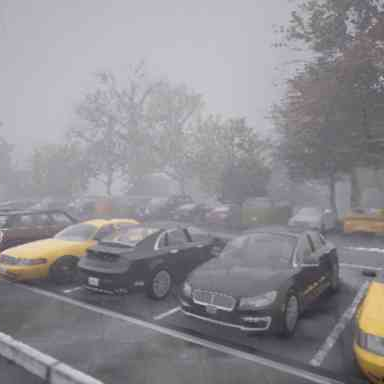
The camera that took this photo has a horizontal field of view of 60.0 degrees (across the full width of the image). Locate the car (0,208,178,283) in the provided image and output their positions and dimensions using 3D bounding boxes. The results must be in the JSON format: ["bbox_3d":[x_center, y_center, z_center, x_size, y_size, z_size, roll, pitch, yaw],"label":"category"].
[{"bbox_3d":[-2.918,1.515,10.070,1.946,1.575,5.366,0,0,36],"label":"car"}]

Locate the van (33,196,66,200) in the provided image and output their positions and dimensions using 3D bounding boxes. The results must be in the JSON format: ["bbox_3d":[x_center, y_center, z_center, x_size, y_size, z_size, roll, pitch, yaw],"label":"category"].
[{"bbox_3d":[-13.163,1.408,33.592,1.878,1.987,4.442,-1,-1,36],"label":"van"}]

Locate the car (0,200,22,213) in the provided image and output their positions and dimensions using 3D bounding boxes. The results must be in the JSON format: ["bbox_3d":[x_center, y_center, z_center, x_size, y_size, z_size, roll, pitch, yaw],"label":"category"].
[{"bbox_3d":[-24.452,1.887,41.822,2.097,1.535,5.008,-1,-1,36],"label":"car"}]

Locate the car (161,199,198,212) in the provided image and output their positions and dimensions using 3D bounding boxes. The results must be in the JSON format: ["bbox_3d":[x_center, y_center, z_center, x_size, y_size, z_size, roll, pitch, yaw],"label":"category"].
[{"bbox_3d":[0.397,1.528,24.008,2.097,1.535,5.008,0,0,36],"label":"car"}]

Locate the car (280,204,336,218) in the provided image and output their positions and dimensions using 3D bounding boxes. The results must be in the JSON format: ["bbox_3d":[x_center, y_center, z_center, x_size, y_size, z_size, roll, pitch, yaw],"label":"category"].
[{"bbox_3d":[7.055,1.552,19.246,2.002,1.452,4.674,0,0,36],"label":"car"}]

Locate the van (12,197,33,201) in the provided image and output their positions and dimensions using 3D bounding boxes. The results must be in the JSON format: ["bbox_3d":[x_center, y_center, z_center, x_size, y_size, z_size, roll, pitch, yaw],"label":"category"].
[{"bbox_3d":[-17.528,1.509,37.009,1.878,1.987,4.442,-1,-1,36],"label":"van"}]

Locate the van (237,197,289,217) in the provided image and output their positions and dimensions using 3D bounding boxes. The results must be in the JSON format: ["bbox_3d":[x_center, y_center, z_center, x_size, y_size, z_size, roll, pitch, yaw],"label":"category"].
[{"bbox_3d":[4.869,1.292,20.953,1.878,1.987,4.442,0,0,36],"label":"van"}]

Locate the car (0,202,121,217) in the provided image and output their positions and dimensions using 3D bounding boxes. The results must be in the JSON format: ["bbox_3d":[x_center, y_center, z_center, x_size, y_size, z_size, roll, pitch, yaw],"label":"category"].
[{"bbox_3d":[-5.084,1.399,11.813,2.185,1.767,4.553,0,0,36],"label":"car"}]

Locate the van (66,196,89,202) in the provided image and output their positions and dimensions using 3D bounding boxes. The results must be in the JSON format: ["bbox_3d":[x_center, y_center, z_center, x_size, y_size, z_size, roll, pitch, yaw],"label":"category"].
[{"bbox_3d":[-8.781,1.326,30.452,1.878,1.987,4.442,-1,0,36],"label":"van"}]

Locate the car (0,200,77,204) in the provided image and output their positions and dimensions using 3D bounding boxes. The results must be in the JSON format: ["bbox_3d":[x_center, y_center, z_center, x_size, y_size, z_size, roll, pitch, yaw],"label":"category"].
[{"bbox_3d":[-7.341,1.404,13.430,2.185,1.767,4.553,0,0,36],"label":"car"}]

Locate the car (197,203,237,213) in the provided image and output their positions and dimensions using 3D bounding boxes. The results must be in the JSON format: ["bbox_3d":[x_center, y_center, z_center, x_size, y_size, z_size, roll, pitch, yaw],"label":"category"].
[{"bbox_3d":[2.652,1.563,22.397,2.002,1.452,4.674,0,0,36],"label":"car"}]

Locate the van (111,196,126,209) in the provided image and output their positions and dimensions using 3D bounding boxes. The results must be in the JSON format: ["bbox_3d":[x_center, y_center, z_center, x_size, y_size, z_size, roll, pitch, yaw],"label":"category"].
[{"bbox_3d":[-4.136,1.314,27.409,1.878,1.987,4.442,0,0,36],"label":"van"}]

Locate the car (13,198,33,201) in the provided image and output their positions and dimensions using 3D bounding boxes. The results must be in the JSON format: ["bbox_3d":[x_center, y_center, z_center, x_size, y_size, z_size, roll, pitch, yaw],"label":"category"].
[{"bbox_3d":[-15.449,1.681,35.147,1.946,1.575,5.366,-1,-1,36],"label":"car"}]

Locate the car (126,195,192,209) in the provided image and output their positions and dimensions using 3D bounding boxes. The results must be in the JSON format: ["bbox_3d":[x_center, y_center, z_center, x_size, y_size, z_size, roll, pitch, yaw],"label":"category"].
[{"bbox_3d":[-1.969,1.283,25.677,2.435,2.045,5.566,0,0,36],"label":"car"}]

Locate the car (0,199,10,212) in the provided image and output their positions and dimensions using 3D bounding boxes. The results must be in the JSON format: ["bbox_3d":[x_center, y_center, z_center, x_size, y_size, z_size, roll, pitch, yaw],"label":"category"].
[{"bbox_3d":[-26.619,1.810,43.343,2.185,1.767,4.553,-1,-1,36],"label":"car"}]

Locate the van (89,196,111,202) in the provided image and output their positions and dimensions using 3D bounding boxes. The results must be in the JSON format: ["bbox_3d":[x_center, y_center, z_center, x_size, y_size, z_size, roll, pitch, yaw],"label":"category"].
[{"bbox_3d":[-6.286,1.320,28.950,1.878,1.987,4.442,0,0,36],"label":"van"}]

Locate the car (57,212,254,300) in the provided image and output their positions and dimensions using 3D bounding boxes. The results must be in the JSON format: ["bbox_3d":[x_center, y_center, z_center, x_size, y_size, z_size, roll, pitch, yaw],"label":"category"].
[{"bbox_3d":[-0.557,1.514,8.598,2.231,1.521,4.892,0,0,36],"label":"car"}]

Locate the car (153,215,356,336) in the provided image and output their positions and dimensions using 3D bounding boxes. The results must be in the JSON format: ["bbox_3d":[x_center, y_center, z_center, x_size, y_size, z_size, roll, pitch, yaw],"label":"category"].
[{"bbox_3d":[1.707,1.508,6.991,2.231,1.521,4.892,0,0,36],"label":"car"}]

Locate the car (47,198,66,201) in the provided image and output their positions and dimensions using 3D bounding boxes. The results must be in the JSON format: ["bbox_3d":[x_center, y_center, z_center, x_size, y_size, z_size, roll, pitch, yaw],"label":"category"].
[{"bbox_3d":[-10.838,1.584,32.075,2.097,1.535,5.008,-1,-1,36],"label":"car"}]

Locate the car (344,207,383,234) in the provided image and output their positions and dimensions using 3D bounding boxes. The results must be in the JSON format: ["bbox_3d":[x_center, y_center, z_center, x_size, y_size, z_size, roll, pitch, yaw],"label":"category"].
[{"bbox_3d":[9.403,1.506,17.553,2.097,1.535,5.008,0,0,36],"label":"car"}]

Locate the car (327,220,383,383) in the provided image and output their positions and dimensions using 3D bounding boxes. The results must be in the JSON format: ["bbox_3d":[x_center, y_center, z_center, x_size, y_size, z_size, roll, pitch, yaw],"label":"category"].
[{"bbox_3d":[3.851,1.498,5.218,1.946,1.575,5.366,0,0,36],"label":"car"}]
